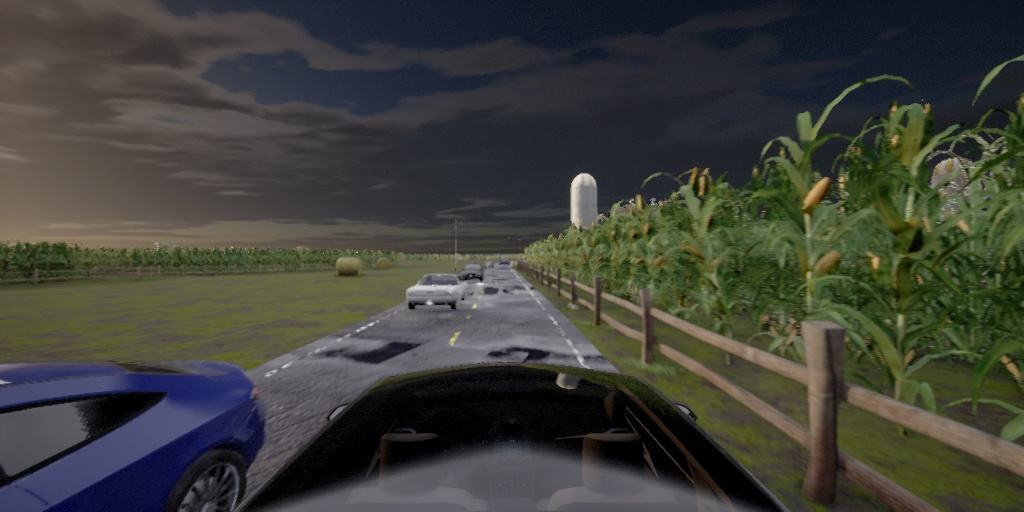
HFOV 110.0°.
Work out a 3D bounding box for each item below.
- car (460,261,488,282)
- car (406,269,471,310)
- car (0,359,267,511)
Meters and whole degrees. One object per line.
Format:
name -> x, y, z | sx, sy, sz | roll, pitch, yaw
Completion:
car -> -3.349, 1.392, 31.060 | 1.837, 1.490, 4.892 | 0, -1, -1
car -> -3.025, 1.407, 15.192 | 1.895, 1.301, 4.718 | 0, 0, -1
car -> -2.885, 1.272, 1.074 | 1.812, 1.442, 4.674 | 0, 0, 0
